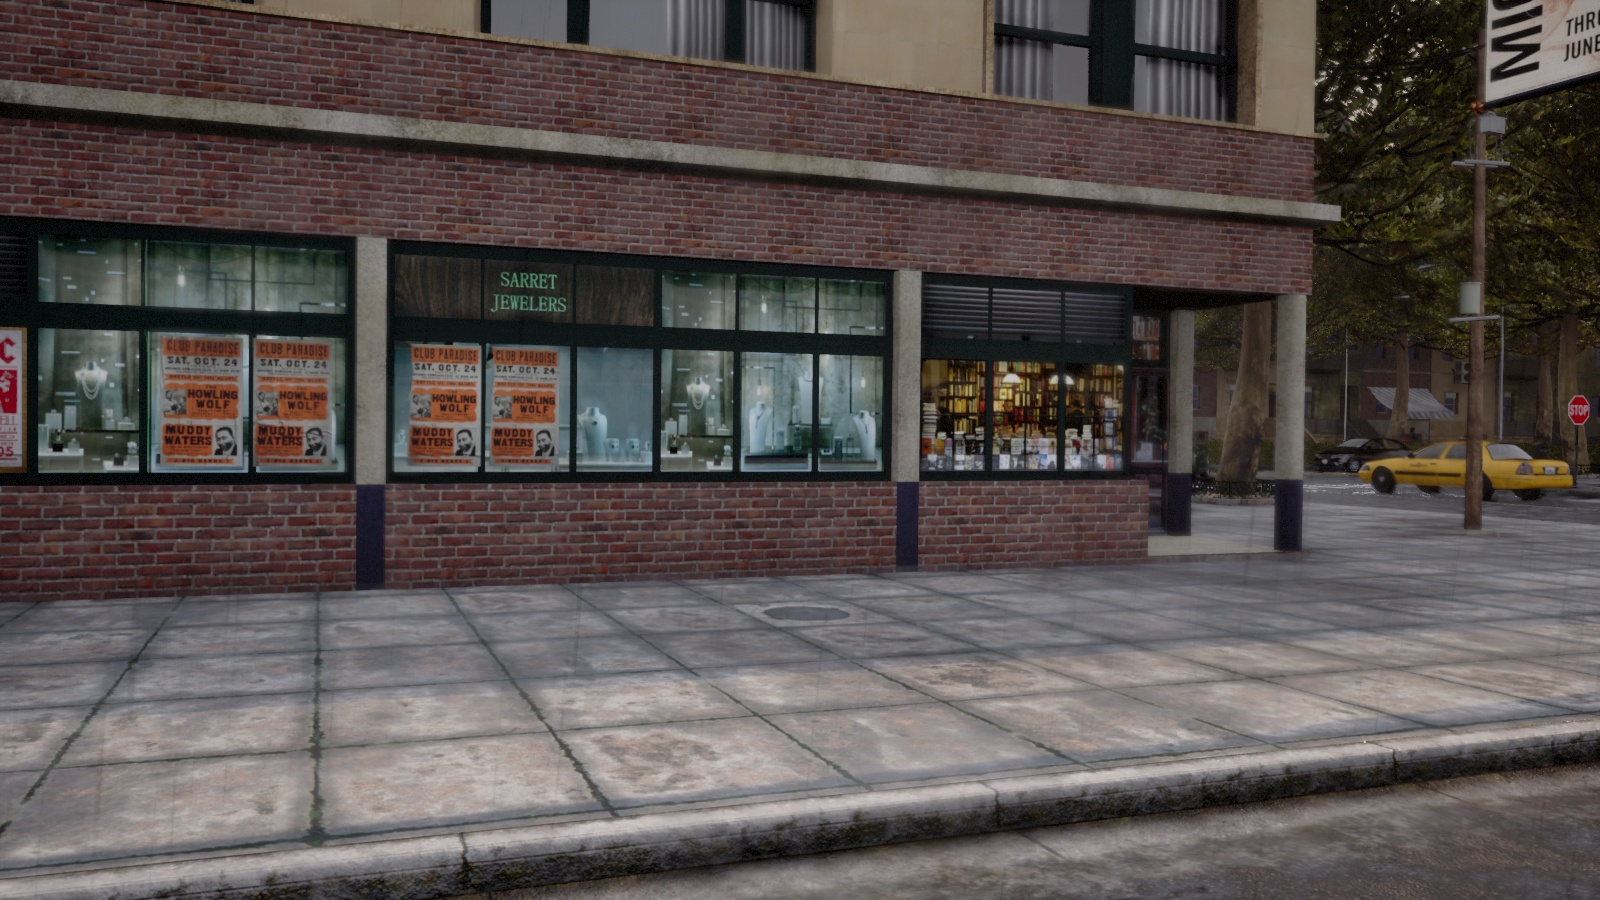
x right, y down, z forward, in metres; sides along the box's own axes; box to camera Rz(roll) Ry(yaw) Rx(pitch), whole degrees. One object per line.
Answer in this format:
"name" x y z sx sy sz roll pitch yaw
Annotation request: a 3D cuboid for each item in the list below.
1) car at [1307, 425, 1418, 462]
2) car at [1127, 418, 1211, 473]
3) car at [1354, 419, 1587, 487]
"car" 23.702 -0.305 52.914 4.193 1.474 1.816 -1 1 -21
"car" 12.652 -0.178 42.891 2.097 1.767 4.553 0 1 25
"car" 16.925 0.033 32.071 1.801 1.575 5.366 -1 1 -22
